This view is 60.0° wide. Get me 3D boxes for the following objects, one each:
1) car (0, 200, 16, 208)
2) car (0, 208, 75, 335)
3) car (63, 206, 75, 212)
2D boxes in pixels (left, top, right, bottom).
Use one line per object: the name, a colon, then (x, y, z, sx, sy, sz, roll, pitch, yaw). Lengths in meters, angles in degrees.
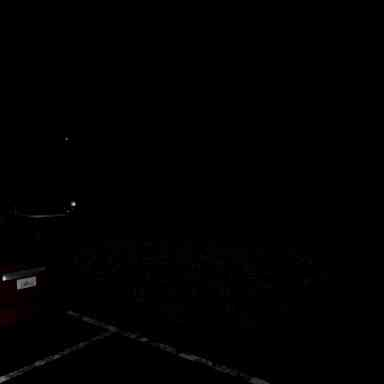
car: (-18.271, 1.502, 29.784, 2.097, 1.767, 4.553, -1, -1, 37)
car: (-4.171, 1.316, 5.927, 5.009, 1.841, 2.192, 0, -1, 36)
car: (-12.196, 1.837, 37.970, 1.895, 1.301, 4.718, -1, -1, 36)
